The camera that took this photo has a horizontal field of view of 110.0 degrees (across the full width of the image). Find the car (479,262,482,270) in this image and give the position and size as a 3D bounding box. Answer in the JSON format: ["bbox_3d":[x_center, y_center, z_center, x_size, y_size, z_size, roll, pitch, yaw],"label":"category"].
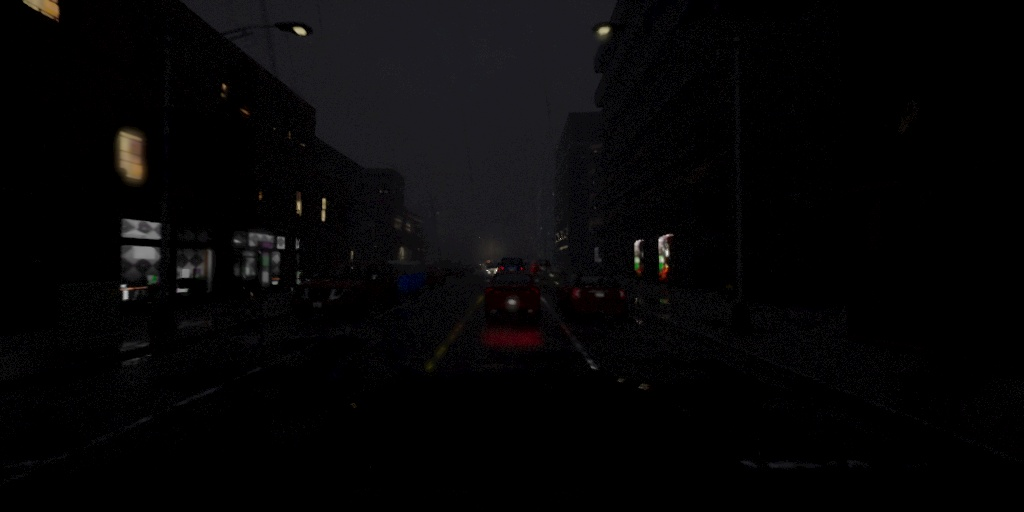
[{"bbox_3d":[-5.696,1.525,56.220,2.007,1.370,4.403,0,0,0],"label":"car"}]

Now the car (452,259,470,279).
[{"bbox_3d":[-5.693,1.201,34.591,2.192,1.841,5.009,0,0,0],"label":"car"}]

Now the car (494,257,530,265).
[{"bbox_3d":[0.026,1.084,28.307,2.150,2.045,5.566,0,0,0],"label":"car"}]

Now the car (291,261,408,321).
[{"bbox_3d":[-5.690,1.112,12.963,2.192,1.841,5.009,0,0,0],"label":"car"}]

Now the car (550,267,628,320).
[{"bbox_3d":[2.691,1.237,12.957,1.967,1.591,4.097,0,0,0],"label":"car"}]

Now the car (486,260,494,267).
[{"bbox_3d":[-3.056,1.550,58.955,1.994,1.385,4.181,0,0,1],"label":"car"}]

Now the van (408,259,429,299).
[{"bbox_3d":[-5.691,1.161,18.370,1.690,1.789,3.998,0,0,0],"label":"van"}]

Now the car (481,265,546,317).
[{"bbox_3d":[0.031,1.277,13.446,1.882,1.535,5.008,0,0,0],"label":"car"}]

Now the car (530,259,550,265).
[{"bbox_3d":[2.688,1.201,34.585,2.192,1.841,5.009,0,0,0],"label":"car"}]

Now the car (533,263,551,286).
[{"bbox_3d":[2.690,1.393,23.770,2.007,1.370,4.403,0,0,0],"label":"car"}]

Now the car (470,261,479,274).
[{"bbox_3d":[-5.694,1.370,45.406,1.967,1.591,4.097,0,0,0],"label":"car"}]

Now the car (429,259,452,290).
[{"bbox_3d":[-5.691,1.157,23.777,2.192,1.841,5.009,0,0,0],"label":"car"}]
